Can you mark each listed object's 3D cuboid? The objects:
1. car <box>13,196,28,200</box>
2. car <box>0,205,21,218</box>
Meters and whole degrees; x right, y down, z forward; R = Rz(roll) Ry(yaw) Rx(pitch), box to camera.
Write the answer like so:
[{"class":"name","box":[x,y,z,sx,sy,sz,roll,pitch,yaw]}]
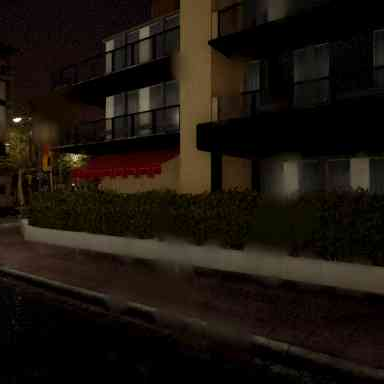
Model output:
[{"class":"car","box":[-36.209,1.481,67.988,4.892,1.521,2.231,0,0,36]},{"class":"car","box":[-17.620,1.547,28.249,2.033,1.411,5.357,0,0,35]}]
